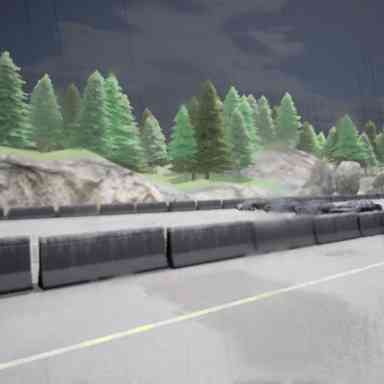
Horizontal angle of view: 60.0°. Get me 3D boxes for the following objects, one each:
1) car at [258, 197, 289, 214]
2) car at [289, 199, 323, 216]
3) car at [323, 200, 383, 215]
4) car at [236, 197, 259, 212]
[{"bbox_3d":[8.757,1.339,31.733,4.181,1.385,1.994,-1,1,-35],"label":"car"},{"bbox_3d":[10.803,1.339,28.895,4.181,1.385,1.994,-1,1,-35],"label":"car"},{"bbox_3d":[12.955,1.321,26.134,5.357,1.411,2.033,-1,1,-35],"label":"car"},{"bbox_3d":[6.701,1.267,34.566,4.902,1.511,2.128,-1,1,-35],"label":"car"}]
